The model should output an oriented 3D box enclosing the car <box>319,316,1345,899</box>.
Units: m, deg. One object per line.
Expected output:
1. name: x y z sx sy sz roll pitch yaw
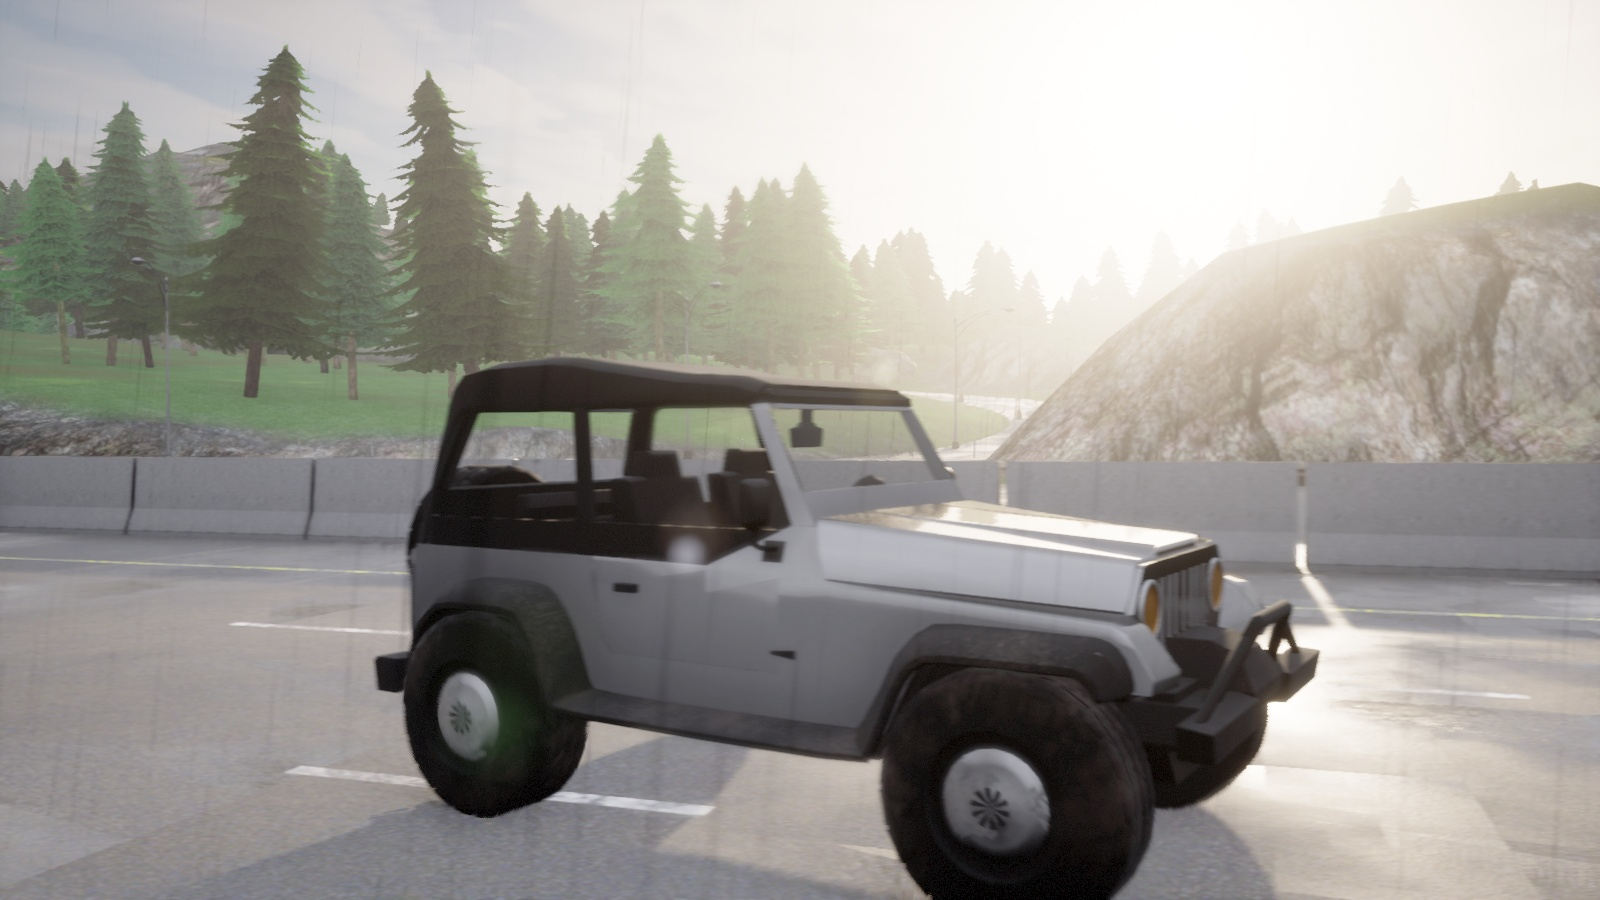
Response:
1. car: 0.031 0.537 5.275 3.866 1.878 1.905 1 1 33
